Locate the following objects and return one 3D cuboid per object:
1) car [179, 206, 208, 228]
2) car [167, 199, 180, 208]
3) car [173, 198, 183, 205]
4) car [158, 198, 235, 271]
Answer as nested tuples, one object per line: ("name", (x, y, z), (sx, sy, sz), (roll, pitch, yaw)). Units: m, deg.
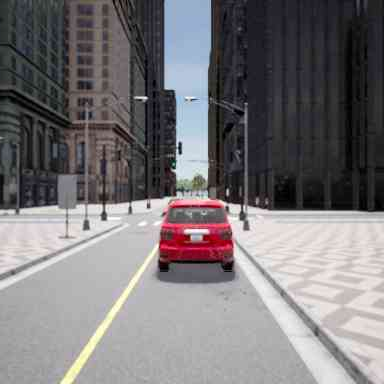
("car", (0.121, 1.757, 24.236), (1.895, 1.301, 4.718), (0, 0, 0))
("car", (-3.023, 1.866, 55.265), (1.837, 1.490, 4.892), (0, 0, 0))
("car", (-2.931, 1.990, 70.619), (1.812, 1.442, 4.674), (0, 0, 0))
("car", (0.110, 1.295, 11.256), (2.150, 2.045, 5.566), (0, 0, 0))
